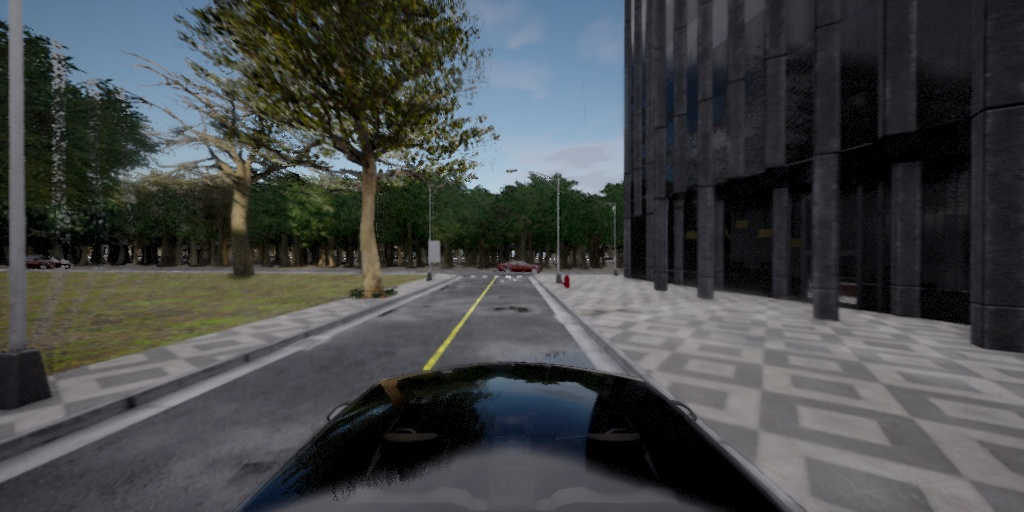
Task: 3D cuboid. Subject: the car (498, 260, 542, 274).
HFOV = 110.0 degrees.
[{"bbox_3d":[0.880,1.246,40.388,5.008,1.535,1.882,1,0,0],"label":"car"}]
